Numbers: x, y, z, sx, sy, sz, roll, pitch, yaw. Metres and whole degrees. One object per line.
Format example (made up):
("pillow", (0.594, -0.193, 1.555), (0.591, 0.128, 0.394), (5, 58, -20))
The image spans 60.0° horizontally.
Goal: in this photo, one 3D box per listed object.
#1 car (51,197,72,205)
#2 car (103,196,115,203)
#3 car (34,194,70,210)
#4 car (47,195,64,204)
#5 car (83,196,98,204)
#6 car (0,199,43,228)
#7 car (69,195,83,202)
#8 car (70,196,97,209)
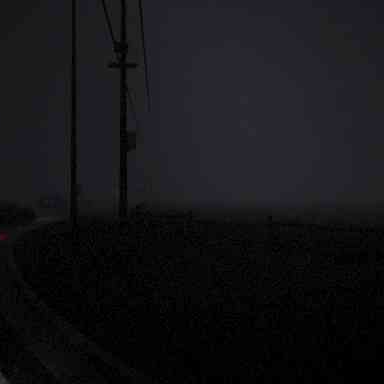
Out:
("car", (-22.961, 1.544, 58.656), (2.033, 1.411, 5.357), (0, 0, -6))
("car", (-16.695, 1.560, 67.170), (1.994, 1.385, 4.181), (0, 0, -6))
("car", (-17.649, 1.219, 42.105), (2.150, 2.045, 5.566), (0, 0, -6))
("car", (-27.278, 1.474, 66.749), (1.882, 1.535, 5.008), (0, 0, -6))
("car", (-20.094, 1.522, 66.006), (1.812, 1.442, 4.674), (0, 0, -6))
("car", (-12.094, 1.490, 22.206), (2.128, 1.511, 4.902), (0, 0, -6))
("car", (-24.021, 1.381, 69.022), (1.994, 1.385, 4.181), (0, 0, -6))
("car", (-14.332, 1.475, 44.078), (1.882, 1.535, 5.008), (0, 0, -6))
